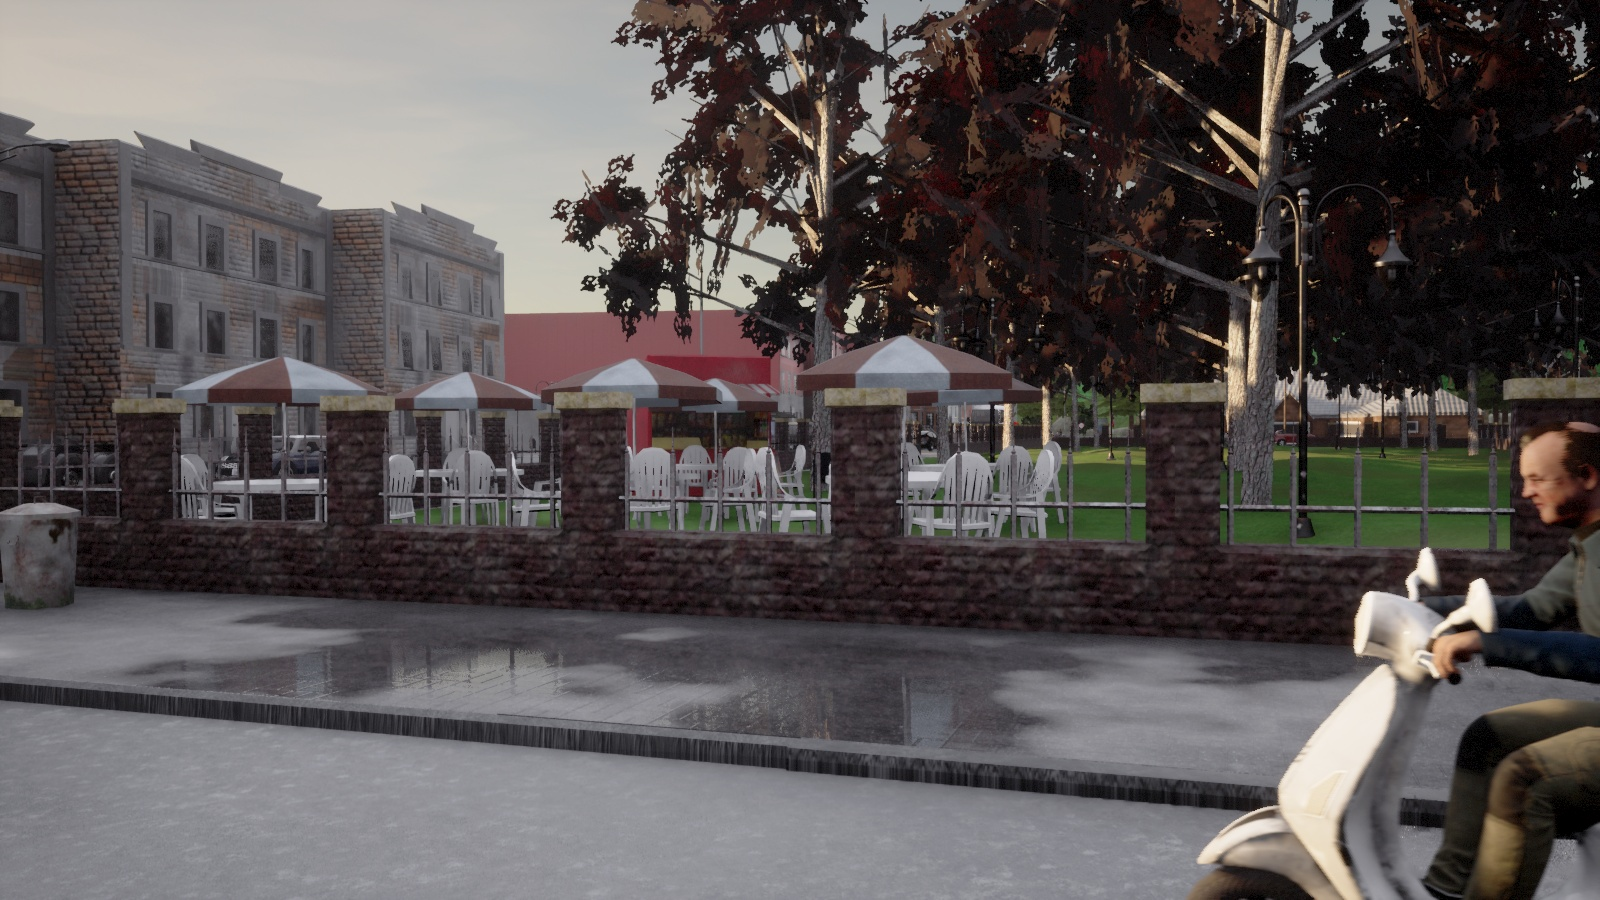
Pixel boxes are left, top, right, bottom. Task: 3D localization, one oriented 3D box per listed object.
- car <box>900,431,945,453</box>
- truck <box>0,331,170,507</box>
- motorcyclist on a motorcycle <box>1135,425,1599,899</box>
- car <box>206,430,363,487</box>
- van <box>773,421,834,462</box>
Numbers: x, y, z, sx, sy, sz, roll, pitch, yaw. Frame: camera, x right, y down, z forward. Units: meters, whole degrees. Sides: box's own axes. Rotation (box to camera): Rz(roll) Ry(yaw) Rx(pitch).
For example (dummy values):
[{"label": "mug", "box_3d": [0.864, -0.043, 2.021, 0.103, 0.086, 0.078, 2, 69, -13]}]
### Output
[{"label": "car", "box_3d": [8.858, -0.584, 90.158, 2.163, 1.488, 4.792, 1, 1, 19]}, {"label": "truck", "box_3d": [-17.098, -0.628, 25.535, 2.891, 3.462, 7.936, 1, 1, 19]}, {"label": "motorcyclist on a motorcycle", "box_3d": [1.800, 0.737, 3.115, 1.817, 1.590, 0.866, 1, 1, 19]}, {"label": "car", "box_3d": [-14.089, 0.186, 34.528, 1.970, 1.475, 3.806, 1, 1, 19]}, {"label": "van", "box_3d": [0.218, -0.453, 64.537, 1.775, 1.987, 4.442, 1, 1, 19]}]
